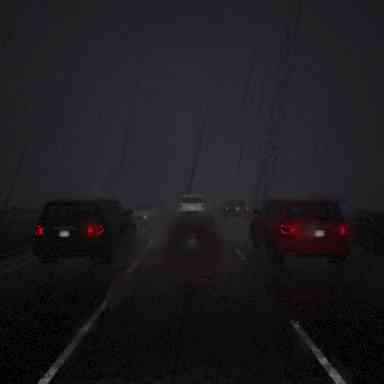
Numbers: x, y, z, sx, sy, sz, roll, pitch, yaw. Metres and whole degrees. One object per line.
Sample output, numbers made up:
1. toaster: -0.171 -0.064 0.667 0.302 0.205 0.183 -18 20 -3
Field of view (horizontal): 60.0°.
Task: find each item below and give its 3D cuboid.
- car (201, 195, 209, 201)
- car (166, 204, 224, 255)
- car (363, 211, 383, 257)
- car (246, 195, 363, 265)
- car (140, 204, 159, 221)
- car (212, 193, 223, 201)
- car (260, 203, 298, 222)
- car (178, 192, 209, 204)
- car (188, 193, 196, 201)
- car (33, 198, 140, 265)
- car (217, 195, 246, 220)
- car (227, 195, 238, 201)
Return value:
1. car: 3.497 1.578 87.433 1.895 1.301 4.718 0 0 0
2. car: 0.048 1.476 13.308 1.882 1.535 5.008 0 0 0
3. car: 7.046 1.491 12.946 2.128 1.511 4.902 0 0 0
4. car: 3.536 1.222 11.839 2.150 2.045 5.566 0 0 1
5. car: -3.699 1.598 27.325 1.895 1.301 4.718 0 0 -4
6. car: 6.997 1.189 87.017 2.150 2.045 5.566 0 0 0
7. car: 7.035 1.599 27.335 1.895 1.301 4.718 0 0 1
8. car: 0.028 1.221 26.768 2.150 2.045 5.566 0 0 0
9. car: -0.003 1.189 87.016 2.150 2.045 5.566 0 0 0
10. car: -3.465 1.222 11.770 2.150 2.045 5.566 0 0 0
11. car: 3.541 1.349 27.855 2.097 1.767 4.553 0 0 1
12. car: 10.497 1.507 86.153 2.128 1.511 4.902 0 0 0
